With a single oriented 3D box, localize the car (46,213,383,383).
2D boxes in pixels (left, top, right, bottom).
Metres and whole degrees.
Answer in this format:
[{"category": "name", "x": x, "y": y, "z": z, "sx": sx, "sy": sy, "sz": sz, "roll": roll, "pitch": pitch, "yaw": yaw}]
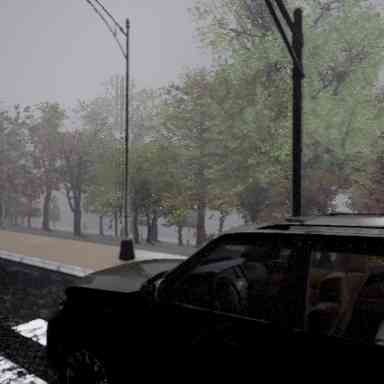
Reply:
[{"category": "car", "x": 1.060, "y": 1.220, "z": 2.919, "sx": 5.566, "sy": 2.045, "sz": 2.150, "roll": 0, "pitch": 0, "yaw": 35}]
